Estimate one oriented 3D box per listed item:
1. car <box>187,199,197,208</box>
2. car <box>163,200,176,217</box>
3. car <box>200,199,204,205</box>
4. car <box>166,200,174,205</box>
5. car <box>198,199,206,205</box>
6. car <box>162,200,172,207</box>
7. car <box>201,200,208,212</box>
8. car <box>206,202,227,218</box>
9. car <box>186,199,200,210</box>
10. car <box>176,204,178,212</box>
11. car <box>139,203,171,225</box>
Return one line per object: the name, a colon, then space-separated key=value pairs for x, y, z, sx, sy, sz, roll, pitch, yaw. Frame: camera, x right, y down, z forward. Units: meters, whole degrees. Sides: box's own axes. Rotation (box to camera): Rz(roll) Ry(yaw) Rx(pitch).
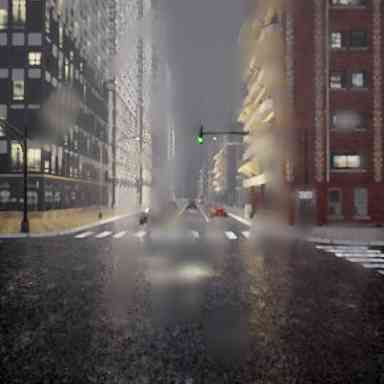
car: x=-0.014 y=2.264 z=67.482 sx=2.097 sy=1.767 sz=4.553 roll=0 pitch=-1 yaw=0
car: x=-3.107 y=2.005 z=37.533 sx=1.837 sy=1.490 sz=4.892 roll=0 pitch=-1 yaw=0
car: x=2.680 y=2.268 z=53.476 sx=2.008 sy=1.369 sz=4.403 roll=0 pitch=-1 yaw=0
car: x=-5.709 y=2.734 z=87.362 sx=1.887 sy=1.381 sz=4.507 roll=0 pitch=-1 yaw=0
car: x=2.671 y=2.628 z=87.366 sx=1.967 sy=1.590 sz=4.097 roll=0 pitch=-1 yaw=0
car: x=-5.706 y=2.581 z=76.066 sx=2.008 sy=1.369 sz=4.403 roll=0 pitch=-1 yaw=0
car: x=2.681 y=2.191 z=47.828 sx=2.008 sy=1.369 sz=4.403 roll=0 pitch=-1 yaw=0
car: x=2.734 y=2.046 z=34.912 sx=1.802 sy=1.307 sz=4.206 roll=0 pitch=-1 yaw=0
car: x=-0.012 y=2.298 z=57.508 sx=1.812 sy=1.442 sz=4.674 roll=0 pitch=-1 yaw=0
car: x=-3.105 y=2.181 z=48.915 sx=1.812 sy=1.442 sz=4.674 roll=0 pitch=-1 yaw=1
car: x=-3.108 y=1.911 z=27.417 sx=2.033 sy=1.411 sz=5.357 roll=0 pitch=-1 yaw=0
